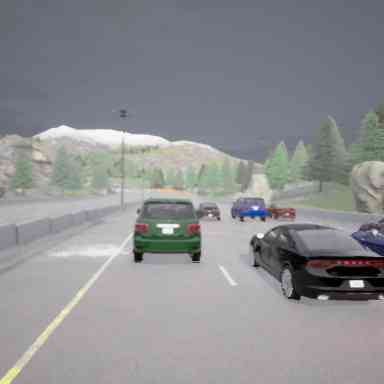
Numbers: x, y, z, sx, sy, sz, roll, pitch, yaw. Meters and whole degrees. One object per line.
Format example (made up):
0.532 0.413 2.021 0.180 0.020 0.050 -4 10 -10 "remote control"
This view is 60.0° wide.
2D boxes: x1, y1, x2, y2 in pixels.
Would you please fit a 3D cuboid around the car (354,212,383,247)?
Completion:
9.438 1.760 14.896 1.812 1.442 4.674 1 0 -4 "car"

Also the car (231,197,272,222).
4.907 1.477 29.251 2.150 2.045 5.566 1 -1 -4 "car"

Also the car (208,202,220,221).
1.354 1.694 29.782 1.837 1.490 4.892 1 -1 -4 "car"

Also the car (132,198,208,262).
-0.892 1.227 12.267 2.150 2.045 5.566 1 0 -4 "car"

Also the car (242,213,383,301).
2.872 1.549 8.620 1.882 1.535 5.008 1 0 -4 "car"

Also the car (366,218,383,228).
6.327 1.498 9.397 2.097 1.767 4.553 1 0 -4 "car"

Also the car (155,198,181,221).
-2.111 1.464 29.222 2.097 1.767 4.553 1 -1 -4 "car"

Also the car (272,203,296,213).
8.232 1.830 31.720 1.882 1.535 5.008 1 -1 -4 "car"
